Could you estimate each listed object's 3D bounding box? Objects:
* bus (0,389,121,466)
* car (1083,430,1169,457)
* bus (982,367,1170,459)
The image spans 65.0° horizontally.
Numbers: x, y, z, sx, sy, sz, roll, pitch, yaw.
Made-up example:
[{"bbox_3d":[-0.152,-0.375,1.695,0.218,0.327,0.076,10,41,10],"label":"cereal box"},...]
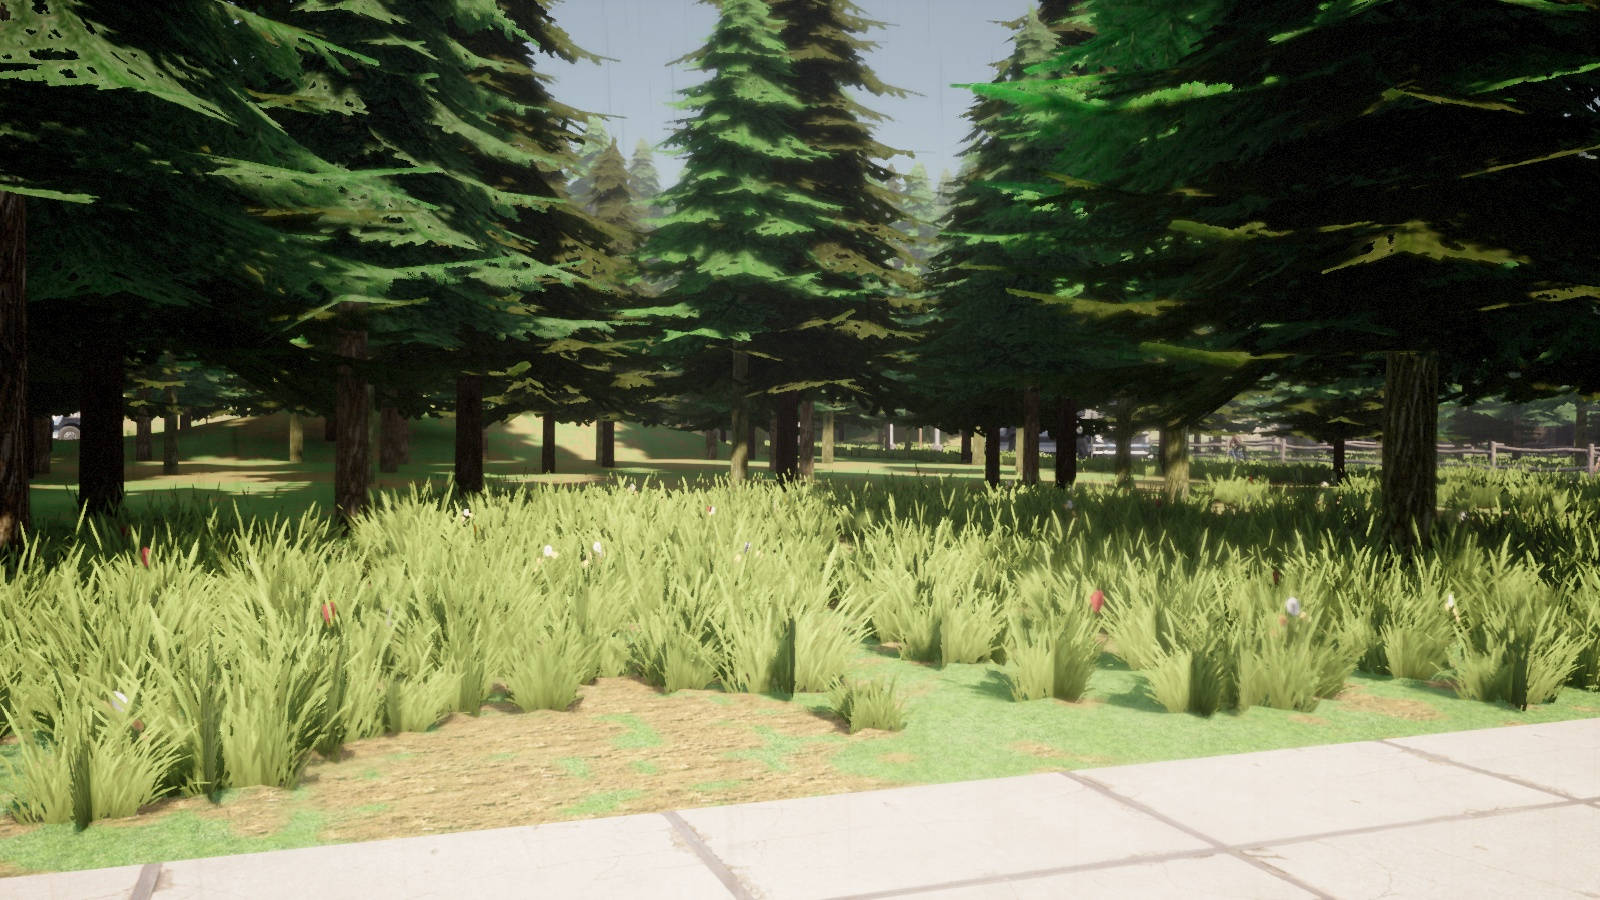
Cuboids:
[{"bbox_3d":[-44.786,-1.279,71.152,3.944,4.253,10.273,0,1,40],"label":"bus"},{"bbox_3d":[16.733,-0.362,64.693,1.895,1.301,4.718,-1,1,-20],"label":"car"},{"bbox_3d":[13.596,-1.781,63.207,3.944,4.253,10.273,-1,1,-23],"label":"bus"}]
